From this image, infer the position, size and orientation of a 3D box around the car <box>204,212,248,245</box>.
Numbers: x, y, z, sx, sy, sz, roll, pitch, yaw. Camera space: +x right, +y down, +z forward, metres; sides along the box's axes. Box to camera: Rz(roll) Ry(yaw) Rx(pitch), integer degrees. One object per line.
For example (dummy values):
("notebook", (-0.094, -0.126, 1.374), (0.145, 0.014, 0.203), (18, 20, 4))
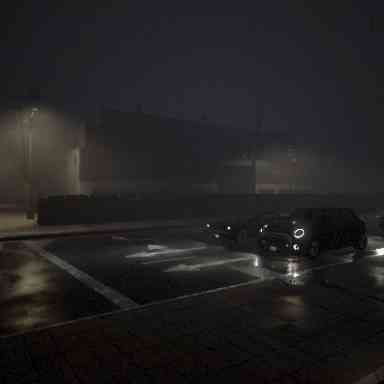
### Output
("car", (2.909, 1.601, 15.714), (4.718, 1.301, 1.895), (0, 0, -34))

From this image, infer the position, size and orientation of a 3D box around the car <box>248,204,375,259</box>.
("car", (4.629, 1.352, 12.658), (4.553, 1.767, 2.097), (0, 0, -34))

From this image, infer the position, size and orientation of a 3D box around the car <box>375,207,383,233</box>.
("car", (12.099, 1.478, 17.769), (5.008, 1.535, 1.882), (0, 0, -35))
